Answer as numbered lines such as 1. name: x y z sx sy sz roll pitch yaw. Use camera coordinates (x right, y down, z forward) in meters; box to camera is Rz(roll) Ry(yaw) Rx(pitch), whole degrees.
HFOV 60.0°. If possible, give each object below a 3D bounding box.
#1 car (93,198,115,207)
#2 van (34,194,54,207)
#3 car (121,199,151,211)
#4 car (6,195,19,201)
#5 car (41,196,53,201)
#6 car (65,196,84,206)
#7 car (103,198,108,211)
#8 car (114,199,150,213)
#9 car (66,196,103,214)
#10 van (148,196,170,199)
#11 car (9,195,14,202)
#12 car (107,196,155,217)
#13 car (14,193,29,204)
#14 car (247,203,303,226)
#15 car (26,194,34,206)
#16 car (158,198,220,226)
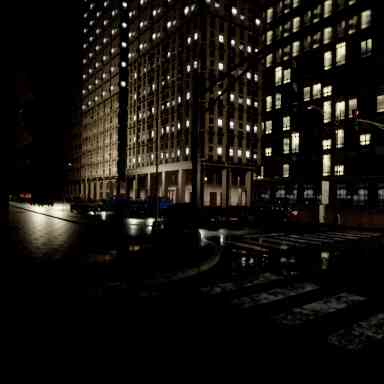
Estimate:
1. car: -13.744 1.587 51.619 1.947 1.339 4.313 1 -1 -35
2. van: -20.579 1.197 46.782 1.690 1.788 3.998 1 -1 -35
3. car: -7.218 1.584 42.397 2.008 1.369 4.403 1 -1 -35
4. car: -40.159 1.378 74.445 2.008 1.369 4.403 1 -1 -35
5. car: -36.584 1.571 83.895 1.802 1.307 4.206 1 -1 -35
6. car: -19.652 1.469 55.468 1.837 1.490 4.892 1 0 -35
7. car: -11.764 1.468 38.821 2.033 1.411 5.357 1 -1 -35
8. car: -6.843 1.535 37.380 2.033 1.411 5.357 1 -1 -34
9. car: -10.795 1.427 32.947 2.008 1.369 4.403 1 -1 -35
10. van: -3.951 1.382 37.789 1.690 1.788 3.998 1 -1 -35
11. car: -36.897 1.397 69.834 1.947 1.339 4.313 1 -1 -35
12. car: -5.618 1.412 30.116 1.882 1.535 5.008 1 -1 -35
13. car: -30.368 1.155 60.615 2.192 1.841 5.009 1 -1 -35
14. car: 5.836 1.505 23.955 1.967 1.590 4.097 1 -1 -35
15. car: -23.846 1.432 51.390 1.802 1.307 4.206 1 -1 -35
16. car: -0.170 1.425 22.413 1.882 1.535 5.008 1 -1 -36
